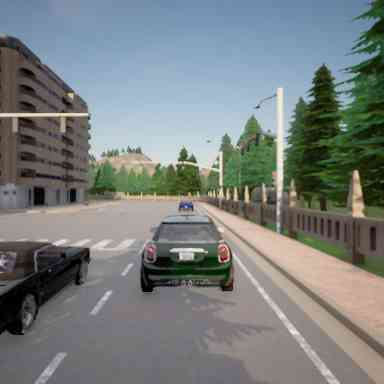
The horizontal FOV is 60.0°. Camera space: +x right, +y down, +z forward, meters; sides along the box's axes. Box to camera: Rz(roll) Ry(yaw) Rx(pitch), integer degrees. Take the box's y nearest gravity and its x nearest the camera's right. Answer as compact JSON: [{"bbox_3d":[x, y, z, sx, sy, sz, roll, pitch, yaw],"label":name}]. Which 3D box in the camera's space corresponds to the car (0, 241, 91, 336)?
[{"bbox_3d":[-3.550,1.641,6.682,1.895,1.301,4.718,0,0,-1],"label":"car"}]

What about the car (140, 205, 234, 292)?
[{"bbox_3d":[-0.123,1.405,9.220,2.097,1.767,4.553,0,0,0],"label":"car"}]

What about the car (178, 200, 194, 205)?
[{"bbox_3d":[-0.782,1.733,44.047,1.882,1.535,5.008,0,0,-1],"label":"car"}]
